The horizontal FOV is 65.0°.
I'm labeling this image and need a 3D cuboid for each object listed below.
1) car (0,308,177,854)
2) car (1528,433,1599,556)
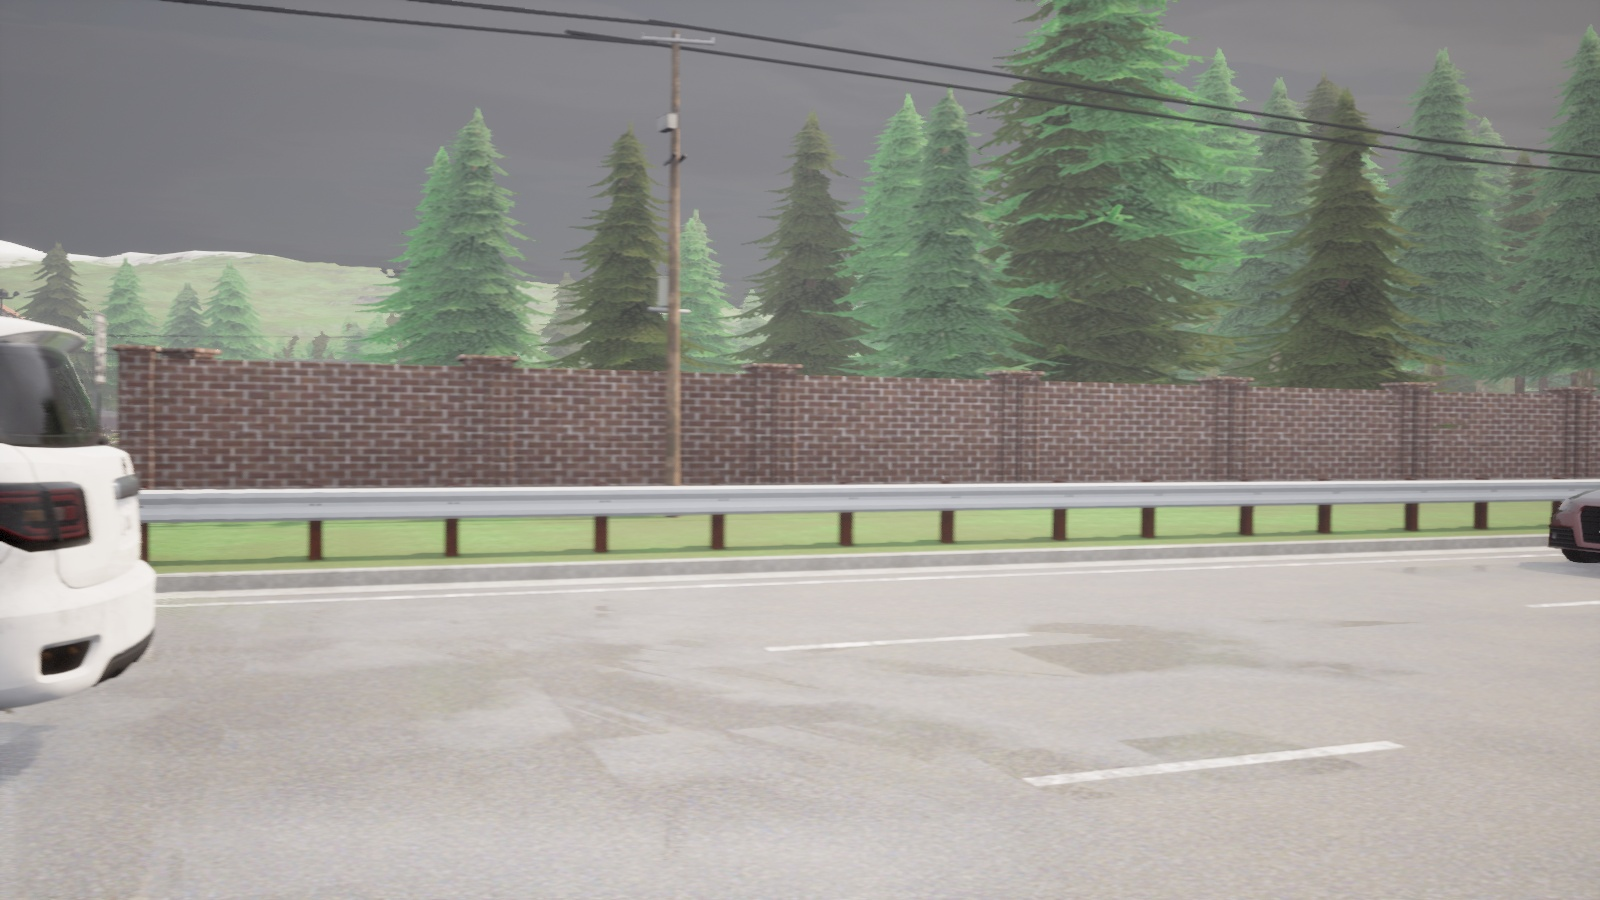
[{"bbox_3d":[-5.625,0.505,4.844,5.566,2.045,2.150,-1,1,-21],"label":"car"},{"bbox_3d":[11.080,0.478,14.934,4.181,1.385,1.994,-1,1,-21],"label":"car"}]
